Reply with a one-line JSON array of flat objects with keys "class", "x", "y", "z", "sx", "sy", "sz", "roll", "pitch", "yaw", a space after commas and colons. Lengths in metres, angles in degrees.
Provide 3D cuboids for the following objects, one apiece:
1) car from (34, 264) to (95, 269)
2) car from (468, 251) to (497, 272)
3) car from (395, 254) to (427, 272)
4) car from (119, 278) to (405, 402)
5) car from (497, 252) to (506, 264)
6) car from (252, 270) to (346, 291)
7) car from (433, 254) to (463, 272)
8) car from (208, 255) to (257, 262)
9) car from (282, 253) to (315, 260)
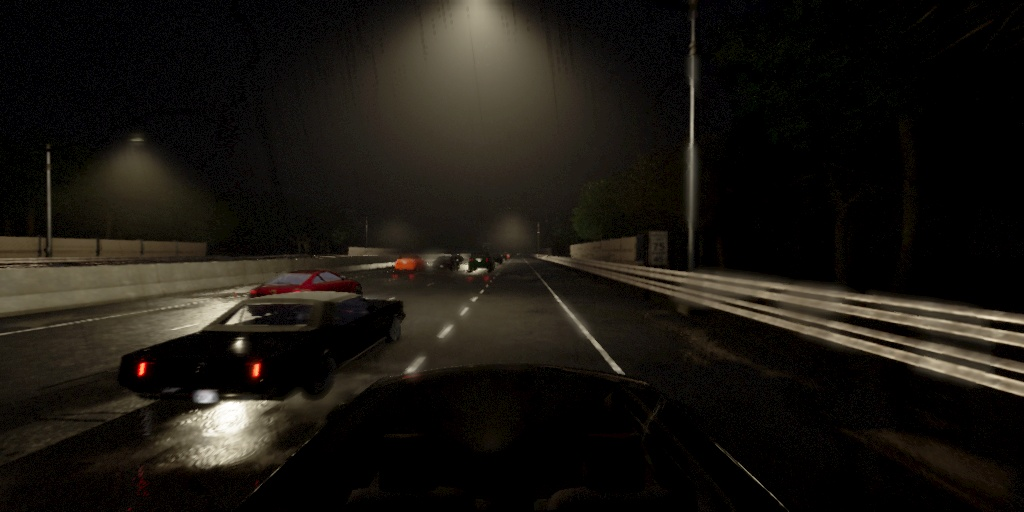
[{"class": "car", "x": -20.869, "y": 1.051, "z": 16.625, "sx": 1.994, "sy": 1.385, "sz": 4.181, "roll": 0, "pitch": 1, "yaw": 1}, {"class": "car", "x": -2.959, "y": 0.508, "z": 35.540, "sx": 2.150, "sy": 2.045, "sz": 5.566, "roll": 0, "pitch": 1, "yaw": 1}, {"class": "car", "x": -9.957, "y": 0.617, "z": 35.567, "sx": 2.097, "sy": 1.767, "sz": 4.553, "roll": 0, "pitch": 1, "yaw": 1}, {"class": "car", "x": -3.445, "y": 1.278, "z": 6.299, "sx": 1.895, "sy": 1.301, "sz": 4.718, "roll": 0, "pitch": 1, "yaw": 1}, {"class": "car", "x": -2.562, "y": 0.366, "z": 59.312, "sx": 2.097, "sy": 1.767, "sz": 4.553, "roll": 0, "pitch": 1, "yaw": 1}, {"class": "car", "x": -6.845, "y": 1.150, "z": 12.324, "sx": 1.994, "sy": 1.385, "sz": 4.181, "roll": 0, "pitch": 1, "yaw": 1}, {"class": "car", "x": -6.457, "y": 0.754, "z": 35.570, "sx": 1.882, "sy": 1.535, "sz": 5.008, "roll": 0, "pitch": 1, "yaw": 1}, {"class": "car", "x": -27.544, "y": 0.694, "z": 35.314, "sx": 1.882, "sy": 1.535, "sz": 5.008, "roll": 0, "pitch": 0, "yaw": 1}, {"class": "car", "x": -20.562, "y": 0.602, "z": 34.221, "sx": 2.097, "sy": 1.767, "sz": 4.553, "roll": 0, "pitch": 1, "yaw": 1}]
